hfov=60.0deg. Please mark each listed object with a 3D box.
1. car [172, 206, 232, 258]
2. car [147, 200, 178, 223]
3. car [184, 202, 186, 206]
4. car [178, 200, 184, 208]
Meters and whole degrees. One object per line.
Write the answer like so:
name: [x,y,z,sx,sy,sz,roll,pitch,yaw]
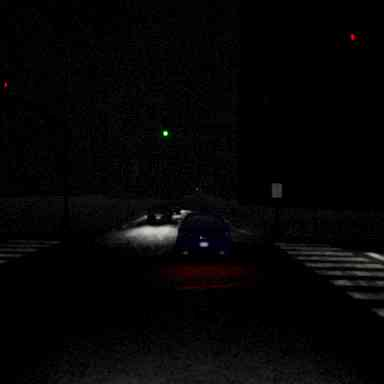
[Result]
car: [0.436,1.522,13.027,1.882,1.535,5.008,0,0,1]
car: [-2.464,1.597,26.444,2.128,1.511,4.902,0,0,-1]
car: [-1.904,1.775,46.887,1.895,1.301,4.718,0,0,1]
car: [-2.212,1.645,36.679,1.837,1.490,4.892,0,0,1]
